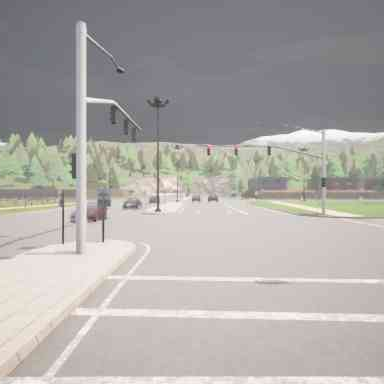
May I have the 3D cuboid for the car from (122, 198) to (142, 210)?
[{"bbox_3d":[-7.597,1.491,42.633,2.128,1.511,4.902,0,0,1],"label":"car"}]

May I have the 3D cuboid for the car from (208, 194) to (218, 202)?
[{"bbox_3d":[4.376,1.188,69.730,2.097,1.767,4.553,0,0,1],"label":"car"}]

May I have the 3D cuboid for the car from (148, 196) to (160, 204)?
[{"bbox_3d":[-7.213,1.509,63.922,1.837,1.490,4.892,0,0,1],"label":"car"}]

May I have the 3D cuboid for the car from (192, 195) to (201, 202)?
[{"bbox_3d":[0.877,1.358,69.806,2.128,1.511,4.902,0,0,1],"label":"car"}]

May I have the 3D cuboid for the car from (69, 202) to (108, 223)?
[{"bbox_3d":[-7.835,1.526,25.666,1.812,1.442,4.674,0,0,1],"label":"car"}]
